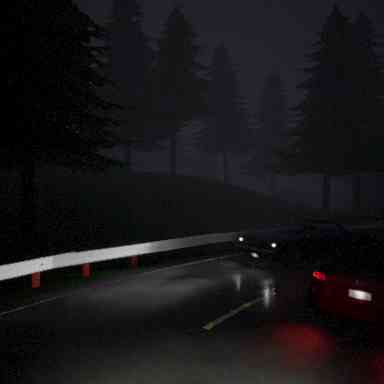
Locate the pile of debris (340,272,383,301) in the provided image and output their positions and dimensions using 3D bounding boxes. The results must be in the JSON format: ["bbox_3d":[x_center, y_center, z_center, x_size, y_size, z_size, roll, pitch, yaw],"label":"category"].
[{"bbox_3d":[4.580,2.185,7.627,1.860,0.140,1.500,0,0,-39],"label":"pile of debris"}]

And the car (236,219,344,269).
[{"bbox_3d":[3.793,1.617,11.311,4.718,1.301,1.895,0,0,-32],"label":"car"}]

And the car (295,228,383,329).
[{"bbox_3d":[4.008,1.568,6.621,1.994,1.385,4.181,1,1,44],"label":"car"}]
